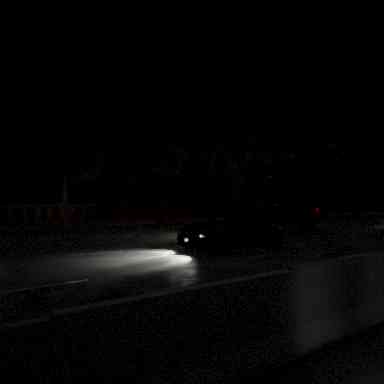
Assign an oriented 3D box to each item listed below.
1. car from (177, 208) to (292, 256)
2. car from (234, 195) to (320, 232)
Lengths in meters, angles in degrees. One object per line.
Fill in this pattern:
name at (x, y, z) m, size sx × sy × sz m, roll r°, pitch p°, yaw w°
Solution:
car at (1.531, 1.532, 12.911) m, size 4.181 × 1.385 × 1.994 m, roll 0°, pitch 0°, yaw -30°
car at (4.594, 1.184, 18.611) m, size 5.566 × 2.045 × 2.150 m, roll 0°, pitch 0°, yaw -27°
